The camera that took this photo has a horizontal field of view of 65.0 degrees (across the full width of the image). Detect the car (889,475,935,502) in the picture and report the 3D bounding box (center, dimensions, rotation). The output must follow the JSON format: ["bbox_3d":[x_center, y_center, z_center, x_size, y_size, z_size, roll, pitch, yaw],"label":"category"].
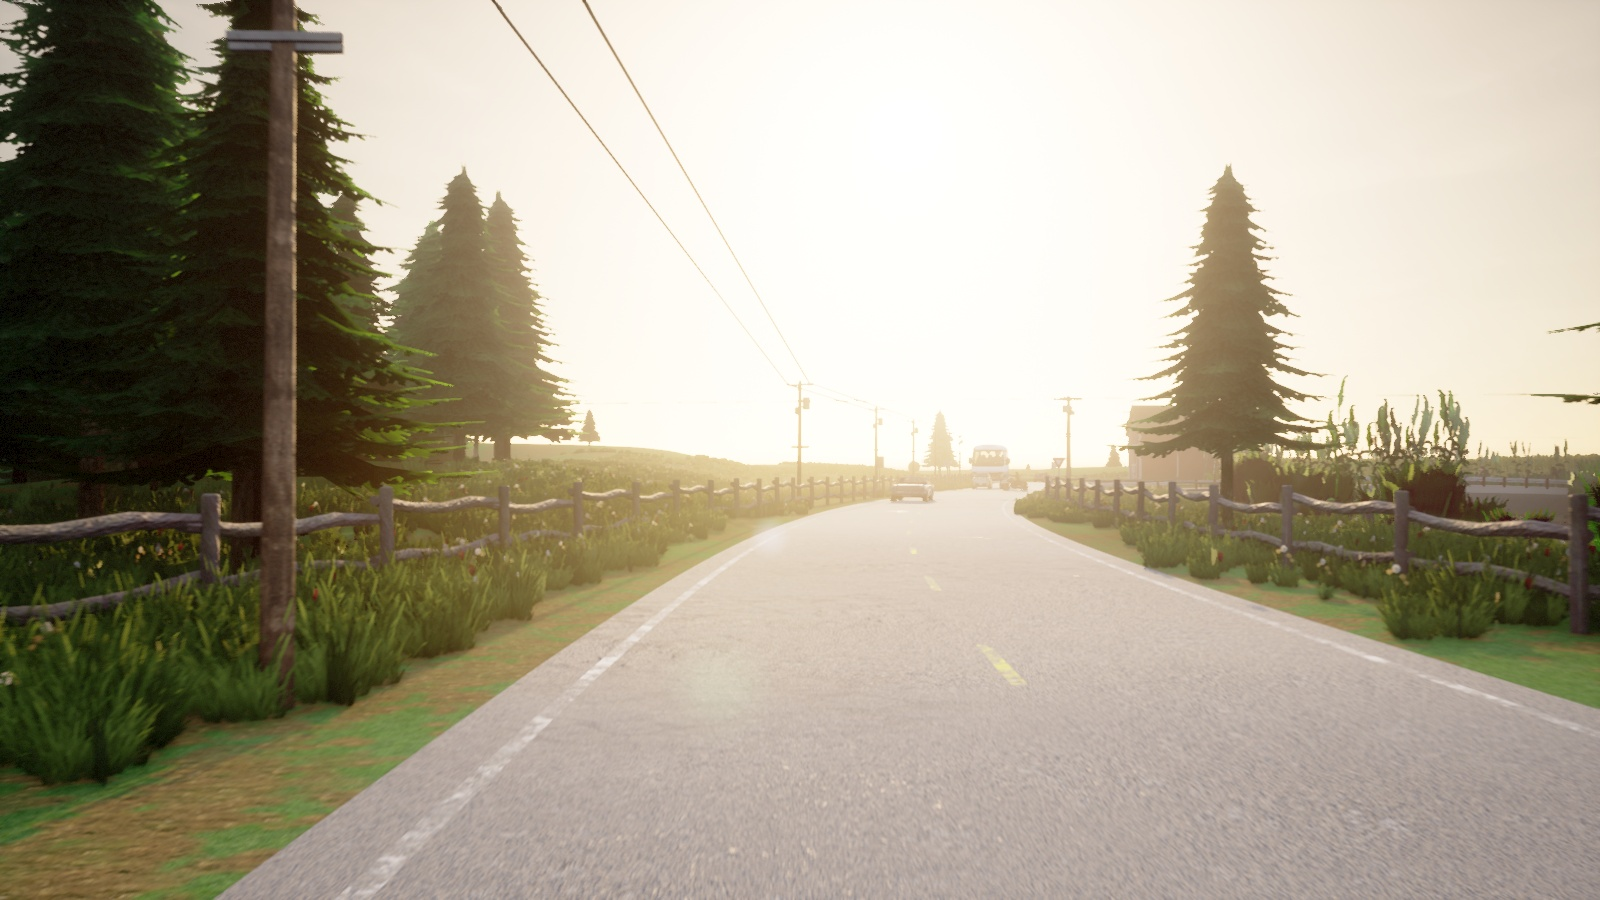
[{"bbox_3d":[5.843,1.982,65.128,1.895,1.301,4.718,0,-1,11],"label":"car"}]
